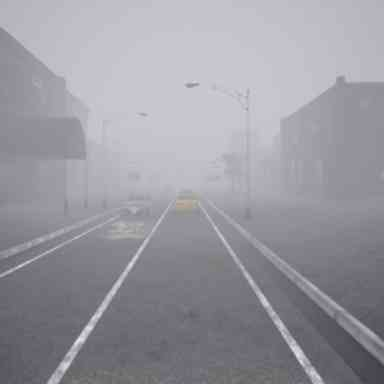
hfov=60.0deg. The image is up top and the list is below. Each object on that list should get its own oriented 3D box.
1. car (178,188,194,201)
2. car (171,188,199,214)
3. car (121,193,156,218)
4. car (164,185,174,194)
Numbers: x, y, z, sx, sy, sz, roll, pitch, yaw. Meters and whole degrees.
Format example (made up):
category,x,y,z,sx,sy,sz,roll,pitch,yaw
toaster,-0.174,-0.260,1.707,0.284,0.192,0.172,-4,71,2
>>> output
category,x,y,z,sx,sy,sz,roll,pitch,yaw
car,-0.742,0.255,41.508,1.837,1.490,4.892,0,2,-1
car,-0.408,0.737,24.962,1.801,1.575,5.366,0,2,-1
car,-3.558,0.858,22.582,2.128,1.511,4.902,0,2,-1
car,-4.309,-0.465,63.666,1.837,1.490,4.892,0,2,-1
